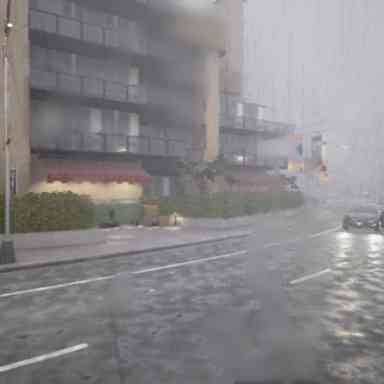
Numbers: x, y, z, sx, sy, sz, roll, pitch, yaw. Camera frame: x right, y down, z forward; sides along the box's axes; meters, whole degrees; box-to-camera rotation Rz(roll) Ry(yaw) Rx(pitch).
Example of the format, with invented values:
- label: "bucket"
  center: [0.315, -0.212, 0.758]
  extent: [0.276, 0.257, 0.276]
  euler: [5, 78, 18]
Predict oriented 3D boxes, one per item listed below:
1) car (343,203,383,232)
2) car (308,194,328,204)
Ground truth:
- label: "car"
  center: [10.477, 1.473, 20.009]
  extent: [1.837, 1.490, 4.892]
  euler: [0, 0, 36]
- label: "car"
  center: [22.283, 1.362, 60.124]
  extent: [2.097, 1.767, 4.553]
  euler: [0, 0, -19]
